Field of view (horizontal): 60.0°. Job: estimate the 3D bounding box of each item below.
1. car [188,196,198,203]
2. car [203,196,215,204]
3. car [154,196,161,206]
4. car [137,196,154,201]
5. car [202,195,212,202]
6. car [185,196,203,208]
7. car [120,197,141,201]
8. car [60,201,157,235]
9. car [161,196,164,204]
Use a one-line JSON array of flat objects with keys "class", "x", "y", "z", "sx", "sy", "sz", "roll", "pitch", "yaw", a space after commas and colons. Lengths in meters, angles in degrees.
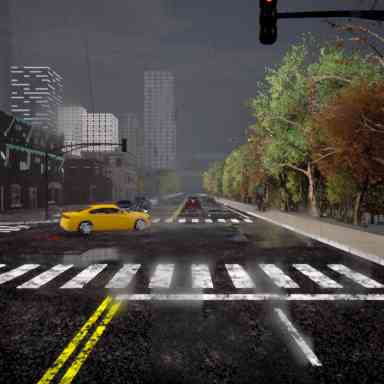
[{"class": "car", "x": 0.165, "y": 1.574, "z": 68.372, "sx": 1.895, "sy": 1.301, "sz": 4.718, "roll": 0, "pitch": 0, "yaw": 0}, {"class": "car", "x": 3.410, "y": 1.523, "z": 63.768, "sx": 2.033, "sy": 1.411, "sz": 5.357, "roll": 0, "pitch": 0, "yaw": 0}, {"class": "car", "x": -6.532, "y": 1.507, "z": 53.050, "sx": 1.812, "sy": 1.442, "sz": 4.674, "roll": 0, "pitch": 0, "yaw": 0}, {"class": "car", "x": -6.548, "y": 1.337, "z": 42.757, "sx": 2.097, "sy": 1.767, "sz": 4.553, "roll": 0, "pitch": 0, "yaw": 0}, {"class": "car", "x": 3.328, "y": 1.510, "z": 74.422, "sx": 2.033, "sy": 1.411, "sz": 5.357, "roll": 0, "pitch": 0, "yaw": 0}, {"class": "car", "x": 0.142, "y": 1.336, "z": 46.636, "sx": 2.097, "sy": 1.767, "sz": 4.553, "roll": 0, "pitch": 0, "yaw": 0}, {"class": "car", "x": -6.561, "y": 1.516, "z": 32.564, "sx": 1.812, "sy": 1.442, "sz": 4.674, "roll": 0, "pitch": 0, "yaw": 0}, {"class": "car", "x": -4.789, "y": 1.471, "z": 18.827, "sx": 5.008, "sy": 1.535, "sz": 1.882, "roll": 0, "pitch": 1, "yaw": -31}, {"class": "car", "x": -6.484, "y": 1.468, "z": 63.493, "sx": 2.128, "sy": 1.511, "sz": 4.902, "roll": 0, "pitch": 0, "yaw": 1}]
